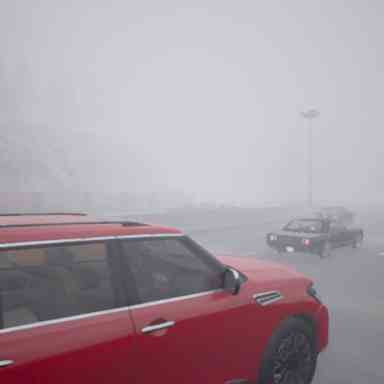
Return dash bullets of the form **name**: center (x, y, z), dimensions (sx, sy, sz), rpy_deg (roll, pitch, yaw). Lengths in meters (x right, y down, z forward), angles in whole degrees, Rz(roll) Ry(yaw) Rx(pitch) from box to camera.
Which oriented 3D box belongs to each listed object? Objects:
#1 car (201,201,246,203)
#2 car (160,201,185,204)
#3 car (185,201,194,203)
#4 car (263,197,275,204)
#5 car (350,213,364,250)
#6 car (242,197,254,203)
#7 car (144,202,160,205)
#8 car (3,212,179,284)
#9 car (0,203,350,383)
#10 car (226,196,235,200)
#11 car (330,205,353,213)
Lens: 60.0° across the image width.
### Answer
- **car**: center (3.081, 1.785, 32.241), dimensions (1.895, 1.301, 4.718), rpy_deg (0, 0, 36)
- **car**: center (-0.925, 1.769, 38.658), dimensions (2.033, 1.411, 5.357), rpy_deg (0, 0, 33)
- **car**: center (1.493, 1.771, 36.140), dimensions (1.994, 1.385, 4.181), rpy_deg (0, 0, 33)
- **car**: center (16.311, 1.896, 70.397), dimensions (2.128, 1.511, 4.902), rpy_deg (0, 0, 3)
- **car**: center (4.955, 1.675, 12.921), dimensions (4.718, 1.301, 1.895), rpy_deg (0, 0, -44)
- **car**: center (12.778, 1.874, 75.802), dimensions (1.895, 1.301, 4.718), rpy_deg (0, 0, -1)
- **car**: center (-4.805, 1.827, 39.168), dimensions (1.895, 1.301, 4.718), rpy_deg (0, 0, 35)
- **car**: center (-3.003, 1.540, 10.588), dimensions (5.008, 1.535, 1.882), rpy_deg (0, 0, -38)
- **car**: center (-0.961, 1.242, 3.322), dimensions (5.566, 2.045, 2.150), rpy_deg (0, 0, -36)
- **car**: center (9.111, 1.591, 79.338), dimensions (1.812, 1.442, 4.674), rpy_deg (0, 0, -3)
- **car**: center (10.387, 1.684, 24.157), dimensions (2.033, 1.411, 5.357), rpy_deg (0, 0, 37)
